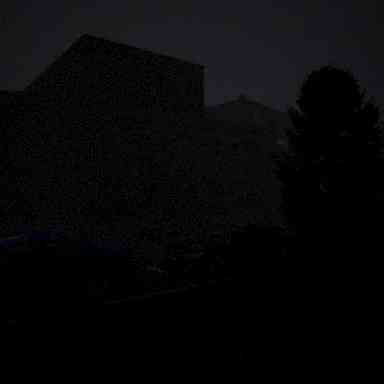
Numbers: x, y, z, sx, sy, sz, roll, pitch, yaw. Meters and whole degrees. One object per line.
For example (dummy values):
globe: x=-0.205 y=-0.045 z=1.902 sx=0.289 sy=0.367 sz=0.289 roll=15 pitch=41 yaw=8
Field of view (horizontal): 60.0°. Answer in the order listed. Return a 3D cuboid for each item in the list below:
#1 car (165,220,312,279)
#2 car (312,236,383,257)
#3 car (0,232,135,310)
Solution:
car: x=1.423 y=1.714 z=10.981 sx=4.892 sy=1.521 sz=2.231 roll=1 pitch=0 yaw=-36
car: x=5.950 y=1.744 z=14.460 sx=5.008 sy=1.535 sz=2.097 roll=1 pitch=0 yaw=-38
car: x=-3.763 y=1.695 z=7.356 sx=5.008 sy=1.535 sz=2.097 roll=1 pitch=0 yaw=-34
